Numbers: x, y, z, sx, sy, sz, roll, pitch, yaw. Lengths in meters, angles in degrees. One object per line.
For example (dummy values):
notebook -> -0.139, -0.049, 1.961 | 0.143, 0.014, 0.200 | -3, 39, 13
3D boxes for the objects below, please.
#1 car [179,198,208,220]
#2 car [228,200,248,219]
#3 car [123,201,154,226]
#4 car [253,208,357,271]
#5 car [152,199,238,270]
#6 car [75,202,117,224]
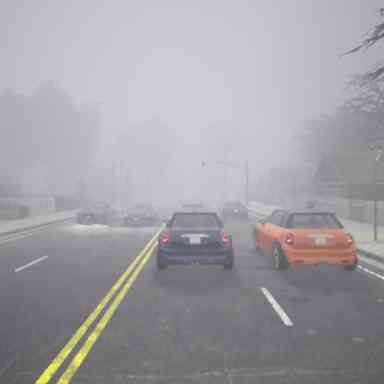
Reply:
car -> 0.082, 1.305, 26.793 | 2.128, 1.511, 4.902 | 0, 0, 0
car -> 3.331, 1.375, 27.172 | 1.994, 1.385, 4.181 | 0, 0, 0
car -> -3.357, 1.370, 22.377 | 1.812, 1.442, 4.674 | 0, 0, 0
car -> 3.336, 1.277, 10.743 | 2.097, 1.767, 4.553 | 0, 0, 0
car -> 0.086, 1.276, 10.845 | 2.097, 1.767, 4.553 | 0, 0, 0
car -> -6.606, 1.402, 23.271 | 1.994, 1.385, 4.181 | 0, 0, 0
